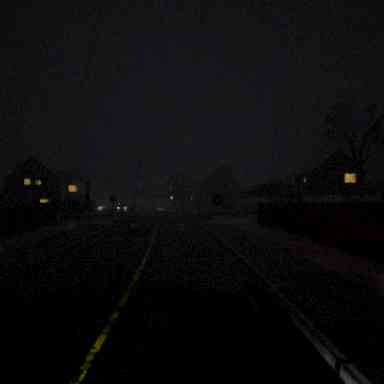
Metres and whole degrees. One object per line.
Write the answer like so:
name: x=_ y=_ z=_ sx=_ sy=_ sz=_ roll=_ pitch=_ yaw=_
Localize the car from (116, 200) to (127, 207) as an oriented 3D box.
car: x=-15.182 y=2.443 z=71.150 sx=1.837 sy=1.490 sz=4.892 roll=0 pitch=-1 yaw=-19
